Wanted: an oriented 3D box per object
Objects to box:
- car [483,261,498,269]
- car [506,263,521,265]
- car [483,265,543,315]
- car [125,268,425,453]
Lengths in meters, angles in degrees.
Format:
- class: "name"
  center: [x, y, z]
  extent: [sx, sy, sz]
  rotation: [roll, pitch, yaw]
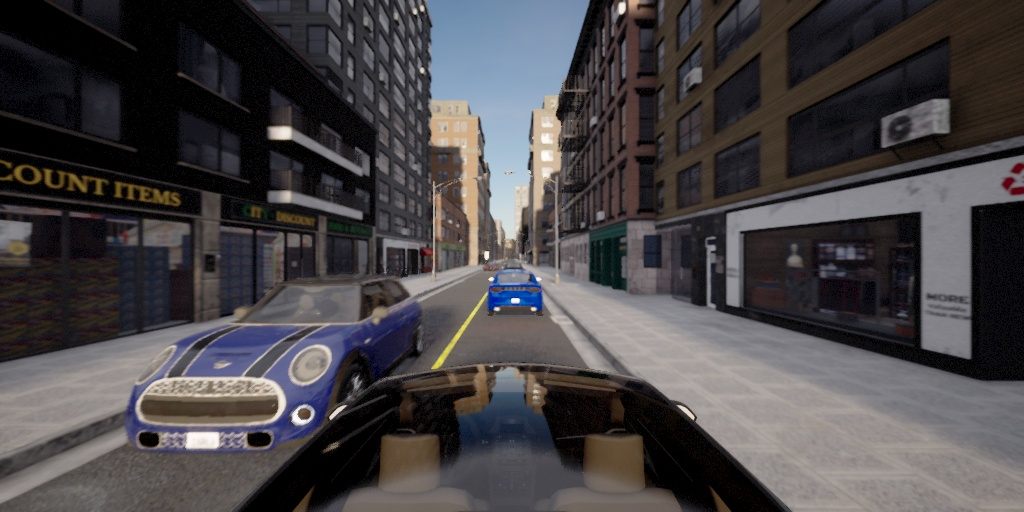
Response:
- class: "car"
  center: [-2.787, 1.424, 48.857]
  extent: [1.994, 1.385, 4.181]
  rotation: [0, 0, 0]
- class: "car"
  center: [0.128, 1.328, 31.036]
  extent: [1.837, 1.490, 4.892]
  rotation: [0, 0, 0]
- class: "car"
  center: [0.110, 1.260, 13.772]
  extent: [1.882, 1.535, 5.008]
  rotation: [0, 0, 0]
- class: "car"
  center: [-2.847, 1.113, 5.549]
  extent: [2.097, 1.767, 4.553]
  rotation: [0, 0, 0]
